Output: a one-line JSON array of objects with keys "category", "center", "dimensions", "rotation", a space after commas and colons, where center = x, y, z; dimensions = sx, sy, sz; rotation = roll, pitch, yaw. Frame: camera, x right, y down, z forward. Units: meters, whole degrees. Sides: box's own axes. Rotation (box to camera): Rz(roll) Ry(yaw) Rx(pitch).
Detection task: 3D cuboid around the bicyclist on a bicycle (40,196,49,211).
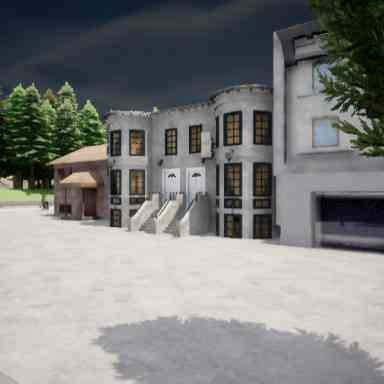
[{"category": "bicyclist on a bicycle", "center": [-16.470, 1.321, 37.089], "dimensions": [1.656, 1.620, 0.582], "rotation": [0, 1, 36]}]
